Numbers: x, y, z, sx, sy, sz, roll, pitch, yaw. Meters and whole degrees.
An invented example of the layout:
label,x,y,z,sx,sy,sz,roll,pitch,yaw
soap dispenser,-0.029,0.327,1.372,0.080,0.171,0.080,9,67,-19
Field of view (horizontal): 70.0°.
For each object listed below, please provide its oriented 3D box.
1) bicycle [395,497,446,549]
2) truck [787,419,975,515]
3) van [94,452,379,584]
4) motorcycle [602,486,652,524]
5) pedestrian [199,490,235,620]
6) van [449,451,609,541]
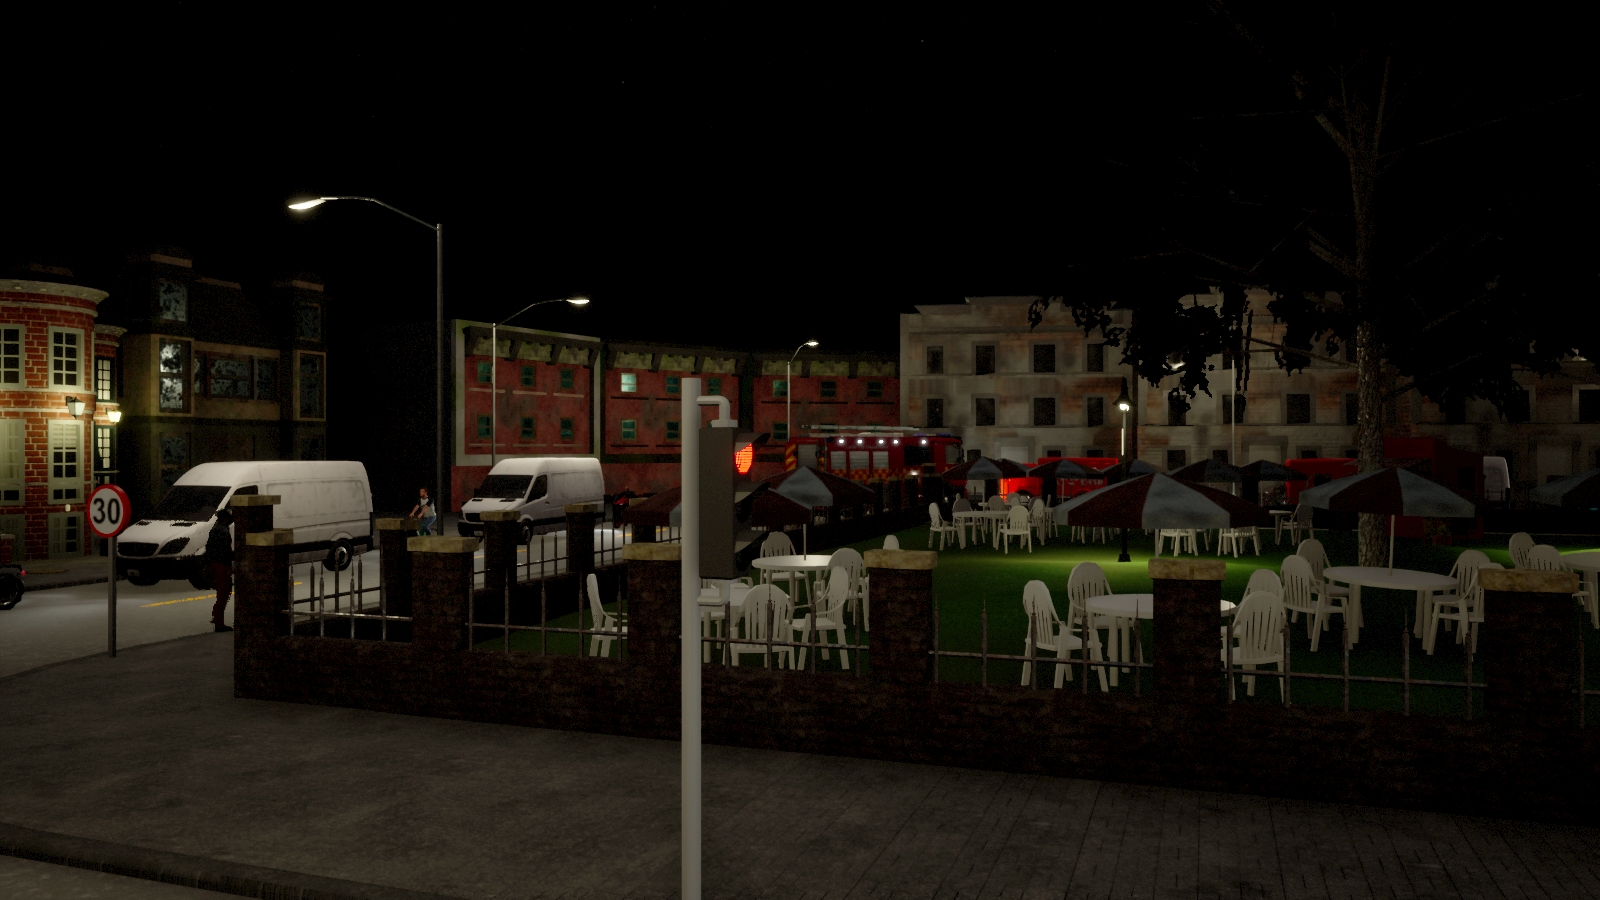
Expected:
label,x,y,z,sx,sy,sz,roll,pitch,yaw
bicycle,-10.162,1.936,30.641,0.373,1.296,1.643,0,0,20
truck,3.640,0.672,49.312,8.468,3.827,2.891,0,0,-40
van,-12.115,1.315,25.192,1.988,2.561,5.915,0,0,20
motorcycle,-6.279,1.985,41.598,0.867,1.251,2.209,0,0,20
pedestrian,-8.526,1.518,16.702,0.375,1.860,0.375,0,0,-45
van,-8.336,1.314,35.864,1.988,2.561,5.915,0,0,20
